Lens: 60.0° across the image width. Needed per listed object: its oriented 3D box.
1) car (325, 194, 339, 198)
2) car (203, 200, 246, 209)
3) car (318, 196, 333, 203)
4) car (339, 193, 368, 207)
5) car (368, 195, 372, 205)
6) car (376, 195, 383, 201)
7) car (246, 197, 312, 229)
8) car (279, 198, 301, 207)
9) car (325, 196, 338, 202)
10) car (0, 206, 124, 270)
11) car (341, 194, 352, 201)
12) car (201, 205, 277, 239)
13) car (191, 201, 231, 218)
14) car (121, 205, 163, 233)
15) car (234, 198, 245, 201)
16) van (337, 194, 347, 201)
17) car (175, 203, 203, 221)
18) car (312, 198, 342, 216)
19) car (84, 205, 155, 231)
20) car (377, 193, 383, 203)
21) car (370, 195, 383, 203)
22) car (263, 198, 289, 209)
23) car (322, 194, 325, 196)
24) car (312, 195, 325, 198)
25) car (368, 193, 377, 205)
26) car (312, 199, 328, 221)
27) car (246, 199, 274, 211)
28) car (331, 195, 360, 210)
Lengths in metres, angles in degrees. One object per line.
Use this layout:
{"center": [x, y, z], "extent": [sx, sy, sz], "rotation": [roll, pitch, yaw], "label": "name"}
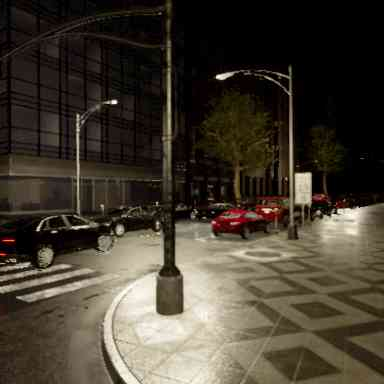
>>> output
{"center": [21.685, 1.252, 49.140], "extent": [2.097, 1.767, 4.553], "rotation": [-1, 0, 35], "label": "car"}
{"center": [2.137, 1.566, 26.278], "extent": [1.895, 1.301, 4.718], "rotation": [-1, 0, 35], "label": "car"}
{"center": [27.350, 1.508, 67.911], "extent": [1.947, 1.339, 4.313], "rotation": [0, 0, 34], "label": "car"}
{"center": [21.617, 1.195, 44.481], "extent": [2.192, 1.841, 5.009], "rotation": [0, 0, 34], "label": "car"}
{"center": [24.807, 1.442, 49.129], "extent": [1.947, 1.339, 4.313], "rotation": [0, 0, 34], "label": "car"}
{"center": [43.940, 1.460, 77.031], "extent": [1.802, 1.307, 4.206], "rotation": [-1, 0, 34], "label": "car"}
{"center": [5.673, 1.234, 21.229], "extent": [2.192, 1.841, 5.009], "rotation": [0, 0, 34], "label": "car"}
{"center": [14.591, 1.520, 49.307], "extent": [1.947, 1.339, 4.313], "rotation": [0, 0, 34], "label": "car"}
{"center": [30.538, 1.522, 72.560], "extent": [1.802, 1.307, 4.206], "rotation": [0, 0, 34], "label": "car"}
{"center": [-4.549, 1.485, 11.078], "extent": [1.837, 1.490, 4.892], "rotation": [-5, -2, 21], "label": "car"}
{"center": [40.105, 1.401, 86.515], "extent": [1.967, 1.590, 4.097], "rotation": [-1, 0, 34], "label": "car"}
{"center": [2.485, 1.514, 16.577], "extent": [1.802, 1.307, 4.206], "rotation": [0, 0, 34], "label": "car"}
{"center": [1.834, 1.565, 30.702], "extent": [1.802, 1.307, 4.206], "rotation": [0, 0, 34], "label": "car"}
{"center": [-3.461, 1.493, 18.111], "extent": [1.837, 1.490, 4.892], "rotation": [-1, 0, 34], "label": "car"}
{"center": [5.022, 1.413, 35.353], "extent": [1.967, 1.590, 4.097], "rotation": [0, 0, 34], "label": "car"}
{"center": [36.915, 1.293, 81.864], "extent": [1.690, 1.788, 3.998], "rotation": [-1, 0, 34], "label": "van"}
{"center": [-1.355, 1.559, 26.051], "extent": [1.947, 1.339, 4.313], "rotation": [0, 0, 34], "label": "car"}
{"center": [12.051, 1.464, 30.528], "extent": [1.947, 1.339, 4.313], "rotation": [0, 0, 34], "label": "car"}
{"center": [-4.545, 1.573, 21.400], "extent": [1.947, 1.339, 4.313], "rotation": [0, 0, 34], "label": "car"}
{"center": [34.373, 1.182, 63.082], "extent": [2.192, 1.841, 5.009], "rotation": [0, 0, 34], "label": "car"}
{"center": [37.659, 1.391, 67.871], "extent": [1.752, 1.417, 4.829], "rotation": [-1, 0, 34], "label": "car"}
{"center": [11.305, 1.485, 44.514], "extent": [1.752, 1.417, 4.829], "rotation": [0, 0, 34], "label": "car"}
{"center": [24.158, 1.260, 63.260], "extent": [2.192, 1.841, 5.009], "rotation": [0, 0, 34], "label": "car"}
{"center": [12.395, 1.393, 35.576], "extent": [1.882, 1.535, 5.008], "rotation": [-1, -1, 35], "label": "car"}
{"center": [27.995, 1.188, 53.781], "extent": [2.192, 1.841, 5.009], "rotation": [0, 0, 34], "label": "car"}
{"center": [8.863, 1.474, 25.878], "extent": [1.947, 1.339, 4.313], "rotation": [0, 0, 34], "label": "car"}
{"center": [8.213, 1.547, 40.004], "extent": [1.802, 1.307, 4.206], "rotation": [0, 0, 34], "label": "car"}
{"center": [18.428, 1.429, 39.829], "extent": [1.887, 1.381, 4.507], "rotation": [0, 0, 34], "label": "car"}
